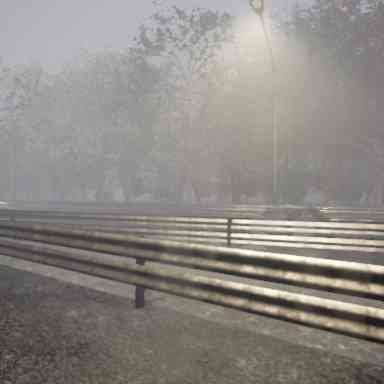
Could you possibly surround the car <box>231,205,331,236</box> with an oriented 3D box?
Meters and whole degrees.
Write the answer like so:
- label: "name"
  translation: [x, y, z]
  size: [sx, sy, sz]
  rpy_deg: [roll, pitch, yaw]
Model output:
- label: "car"
  translation: [4.155, 1.454, 16.093]
  size: [4.856, 1.649, 2.033]
  rpy_deg: [0, 0, 21]
